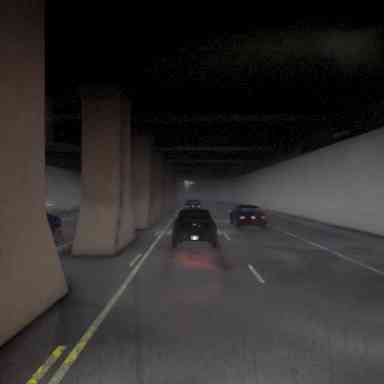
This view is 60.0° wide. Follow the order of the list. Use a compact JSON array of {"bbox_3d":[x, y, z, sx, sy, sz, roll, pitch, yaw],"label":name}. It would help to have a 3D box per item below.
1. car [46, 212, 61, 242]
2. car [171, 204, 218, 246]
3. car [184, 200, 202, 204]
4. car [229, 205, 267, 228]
[{"bbox_3d":[-7.096,1.483,13.692,1.882,1.535,5.008,0,0,0],"label":"car"},{"bbox_3d":[0.105,1.511,15.207,1.837,1.490,4.892,0,0,0],"label":"car"},{"bbox_3d":[0.110,1.562,37.099,2.033,1.411,5.357,0,0,0],"label":"car"},{"bbox_3d":[3.606,1.556,22.092,2.033,1.411,5.357,0,0,0],"label":"car"}]
